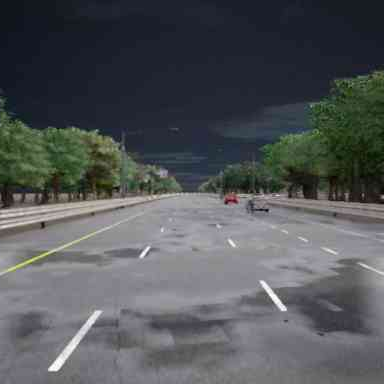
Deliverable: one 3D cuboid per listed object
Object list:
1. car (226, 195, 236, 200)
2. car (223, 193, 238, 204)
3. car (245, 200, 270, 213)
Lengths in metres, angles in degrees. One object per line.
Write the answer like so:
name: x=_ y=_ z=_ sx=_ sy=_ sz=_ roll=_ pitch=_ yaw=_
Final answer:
car: x=10.729 y=1.489 z=90.576 sx=1.994 sy=1.385 sz=4.181 roll=0 pitch=0 yaw=18
car: x=6.998 y=1.183 z=60.902 sx=2.150 sy=2.045 sz=5.566 roll=0 pitch=0 yaw=0
car: x=6.998 y=1.524 z=35.984 sx=2.033 sy=1.411 sz=5.357 roll=0 pitch=0 yaw=0
